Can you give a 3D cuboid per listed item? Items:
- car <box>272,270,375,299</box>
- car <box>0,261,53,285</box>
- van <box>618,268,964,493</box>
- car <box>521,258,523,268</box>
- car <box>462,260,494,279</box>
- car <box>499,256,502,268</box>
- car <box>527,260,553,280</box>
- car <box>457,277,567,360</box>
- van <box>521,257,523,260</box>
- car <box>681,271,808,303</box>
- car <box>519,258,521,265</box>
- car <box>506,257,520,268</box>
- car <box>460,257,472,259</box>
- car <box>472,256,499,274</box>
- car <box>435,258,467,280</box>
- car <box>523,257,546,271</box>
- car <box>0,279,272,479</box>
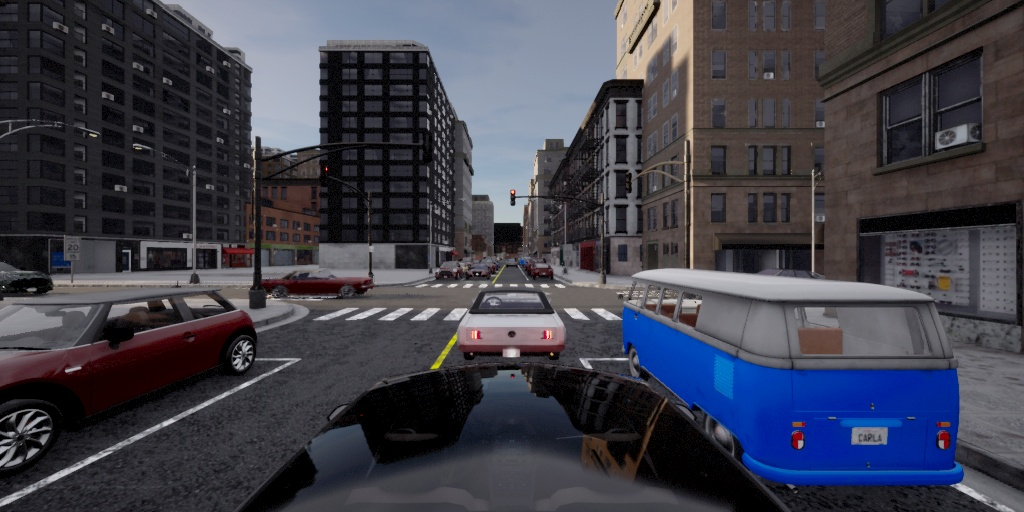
[{"bbox_3d":[-9.151,1.310,17.093,4.718,1.301,1.895,0,0,-7],"label":"car"},{"bbox_3d":[-24.560,0.973,16.680,4.553,1.767,2.097,0,0,0],"label":"car"},{"bbox_3d":[2.635,1.091,4.493,1.690,1.789,3.998,0,0,0],"label":"van"},{"bbox_3d":[2.566,1.292,47.602,1.888,1.381,4.507,0,0,0],"label":"car"},{"bbox_3d":[-2.896,1.313,31.537,1.994,1.385,4.181,0,0,-1],"label":"car"},{"bbox_3d":[-2.910,1.099,49.032,2.097,1.767,4.553,0,0,0],"label":"car"},{"bbox_3d":[2.592,1.294,31.374,1.888,1.381,4.507,0,0,0],"label":"car"},{"bbox_3d":[-0.008,1.351,8.278,1.895,1.301,4.718,0,0,0],"label":"car"},{"bbox_3d":[2.558,1.086,53.012,1.690,1.789,3.998,0,0,0],"label":"van"},{"bbox_3d":[10.721,1.415,16.769,4.718,1.301,1.895,0,0,0],"label":"car"},{"bbox_3d":[2.549,1.309,58.421,1.948,1.339,4.313,0,0,0],"label":"car"},{"bbox_3d":[-0.004,1.306,62.329,1.994,1.385,4.181,0,0,1],"label":"car"},{"bbox_3d":[-5.450,1.063,42.180,2.192,1.841,5.009,0,0,0],"label":"car"},{"bbox_3d":[-2.892,1.100,40.157,2.097,1.767,4.553,0,0,0],"label":"car"},{"bbox_3d":[-5.433,1.188,31.361,1.967,1.591,4.097,0,0,0],"label":"car"},{"bbox_3d":[2.584,1.063,36.783,2.192,1.841,5.009,0,0,0],"label":"car"},{"bbox_3d":[-5.390,1.190,4.481,1.967,1.591,4.097,0,0,0],"label":"car"}]
